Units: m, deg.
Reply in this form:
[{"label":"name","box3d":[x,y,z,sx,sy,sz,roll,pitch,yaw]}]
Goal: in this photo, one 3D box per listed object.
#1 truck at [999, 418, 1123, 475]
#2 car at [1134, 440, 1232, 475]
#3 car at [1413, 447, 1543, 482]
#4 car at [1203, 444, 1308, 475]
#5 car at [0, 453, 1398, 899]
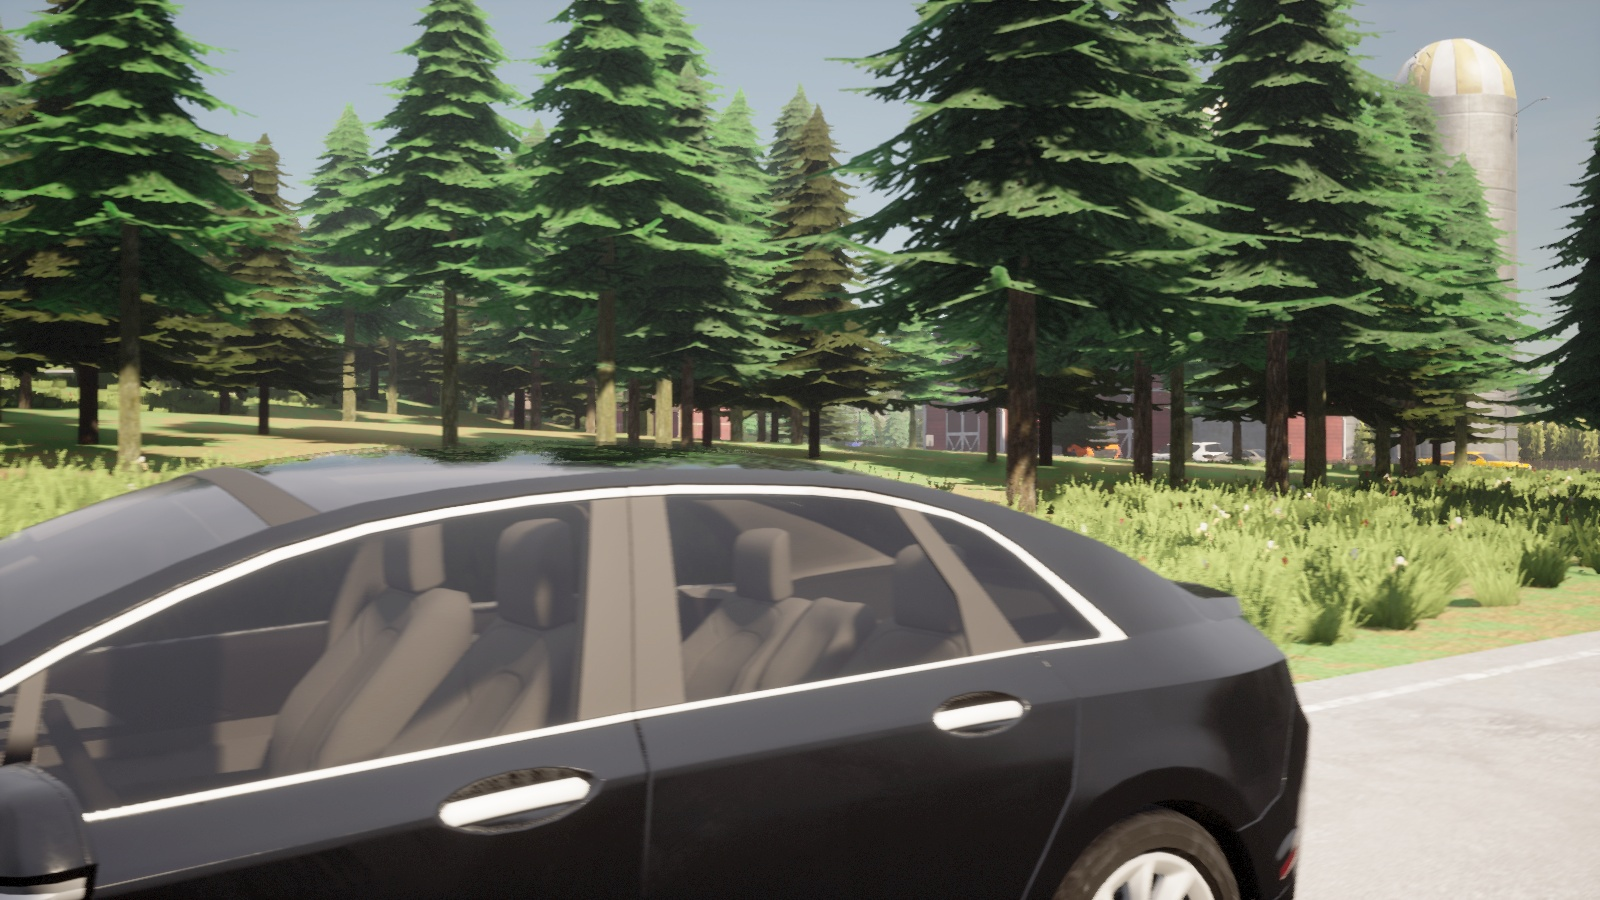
[{"label":"truck","box3d":[16.500,-0.213,79.960,2.891,3.462,7.936,0,0,-35]},{"label":"car","box3d":[23.214,0.464,76.388,2.150,2.045,5.566,0,0,-35]},{"label":"car","box3d":[31.408,0.661,58.343,1.882,1.535,5.008,0,0,-35]},{"label":"car","box3d":[24.666,0.500,68.119,2.152,1.651,5.027,0,0,-35]},{"label":"car","box3d":[-0.969,0.758,2.622,4.892,1.490,1.837,0,0,-35]}]
